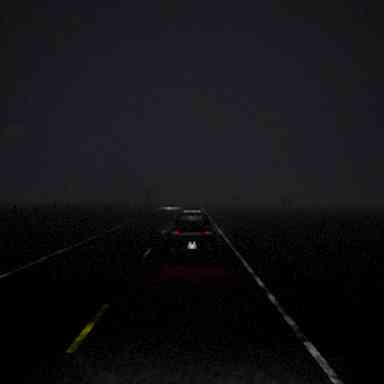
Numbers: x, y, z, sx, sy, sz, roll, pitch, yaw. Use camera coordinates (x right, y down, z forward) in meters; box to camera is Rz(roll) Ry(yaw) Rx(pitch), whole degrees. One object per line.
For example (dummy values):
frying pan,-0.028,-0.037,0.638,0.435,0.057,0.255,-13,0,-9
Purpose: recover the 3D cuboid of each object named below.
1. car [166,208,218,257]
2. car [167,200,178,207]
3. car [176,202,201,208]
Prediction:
car,0.017,1.620,13.495,2.128,1.511,4.902,0,0,0
car,-3.533,2.106,61.485,1.994,1.385,4.181,0,-1,1
car,0.014,1.755,28.496,2.128,1.511,4.902,0,0,0
